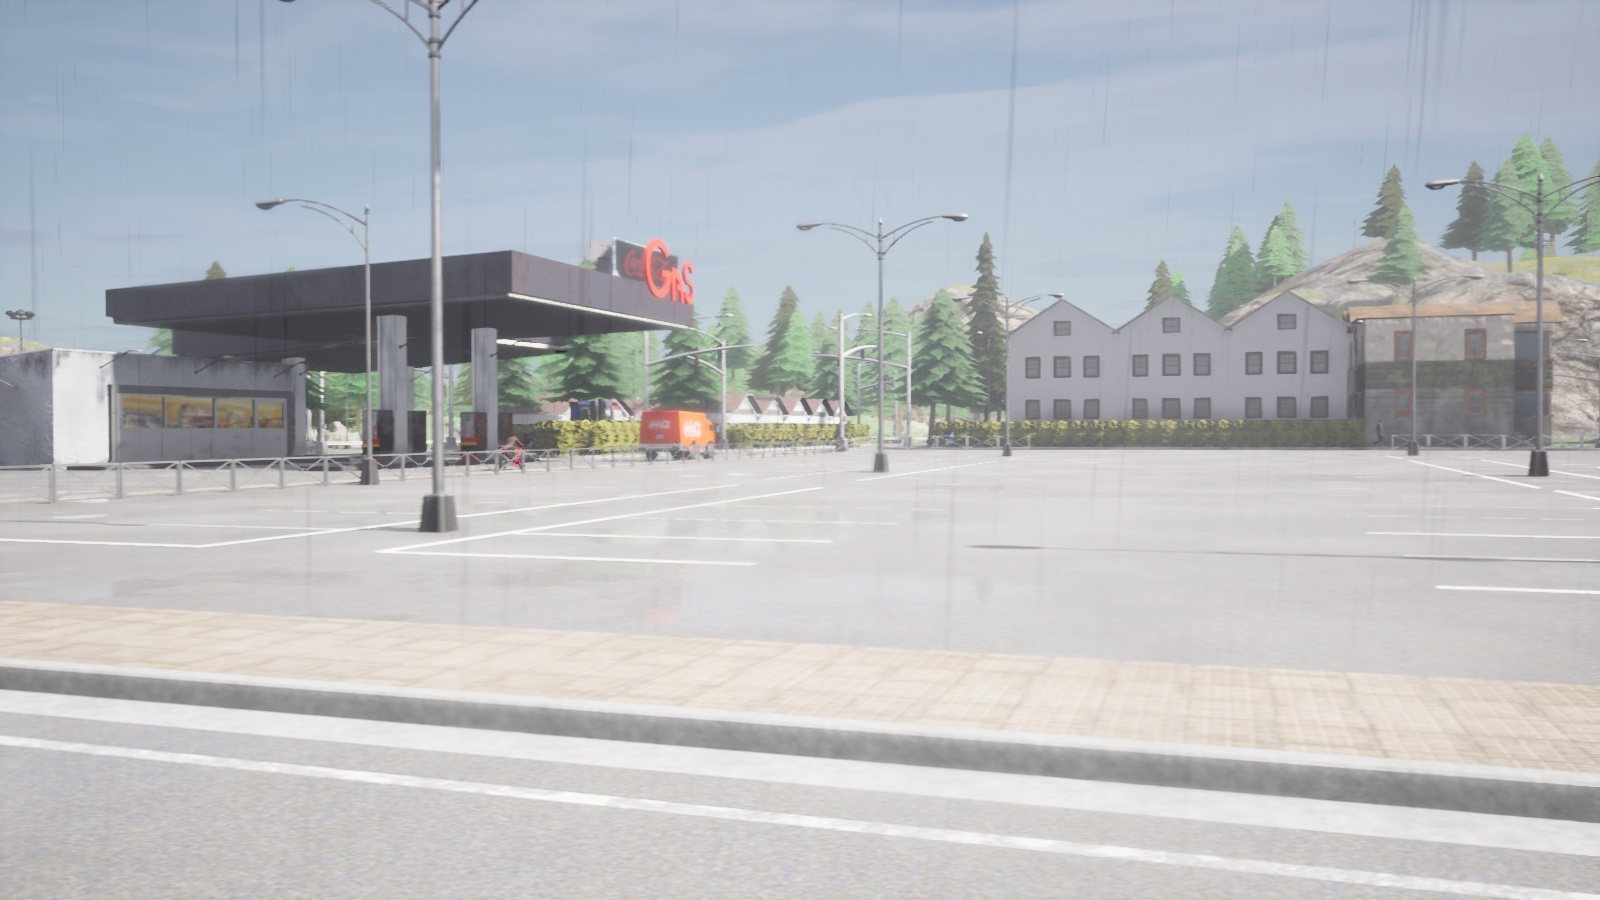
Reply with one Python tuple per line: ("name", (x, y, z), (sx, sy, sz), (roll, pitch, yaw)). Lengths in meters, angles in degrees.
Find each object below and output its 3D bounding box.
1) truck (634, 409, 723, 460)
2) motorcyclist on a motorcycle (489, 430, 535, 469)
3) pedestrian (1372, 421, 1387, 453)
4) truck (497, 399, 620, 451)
("truck", (-6.243, -0.761, 65.256), (2.627, 2.467, 5.204), (1, -1, 19))
("motorcyclist on a motorcycle", (-11.532, -0.041, 50.336), (0.797, 1.523, 2.044), (1, 1, 19))
("pedestrian", (35.092, -0.793, 76.025), (0.788, 1.949, 0.423), (1, 1, 20))
("truck", (-16.801, -1.743, 87.338), (7.936, 3.462, 2.891), (0, 2, 19))
